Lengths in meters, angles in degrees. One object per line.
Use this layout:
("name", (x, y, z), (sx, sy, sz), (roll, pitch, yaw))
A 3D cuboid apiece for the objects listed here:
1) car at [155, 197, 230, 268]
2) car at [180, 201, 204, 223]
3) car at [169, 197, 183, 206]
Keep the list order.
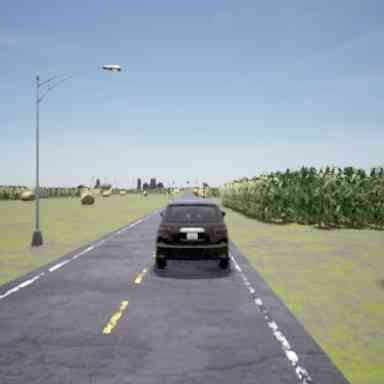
("car", (0.033, 1.262, 11.559), (2.150, 2.045, 5.566), (0, 0, 1))
("car", (0.039, 1.585, 27.688), (1.837, 1.490, 4.892), (0, 0, 0))
("car", (-2.815, 1.603, 58.449), (2.128, 1.511, 4.902), (0, 0, 1))
